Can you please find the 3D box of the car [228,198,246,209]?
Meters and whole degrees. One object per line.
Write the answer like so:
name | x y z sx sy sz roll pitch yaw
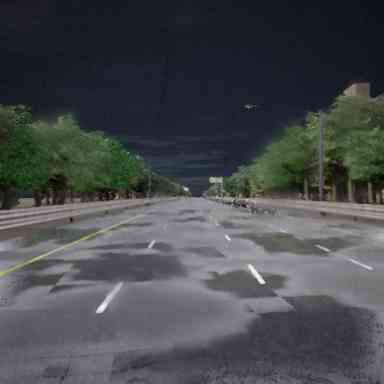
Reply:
car | 7.149 1.756 50.800 1.837 1.490 4.892 0 -1 0

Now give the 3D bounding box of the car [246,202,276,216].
car | 7.067 1.694 33.693 1.895 1.301 4.718 0 0 0

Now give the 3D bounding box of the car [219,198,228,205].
car | 7.274 2.085 69.333 1.895 1.301 4.718 0 -1 0

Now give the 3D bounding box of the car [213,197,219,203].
car | 7.440 2.272 88.242 2.128 1.511 4.902 0 -1 1
